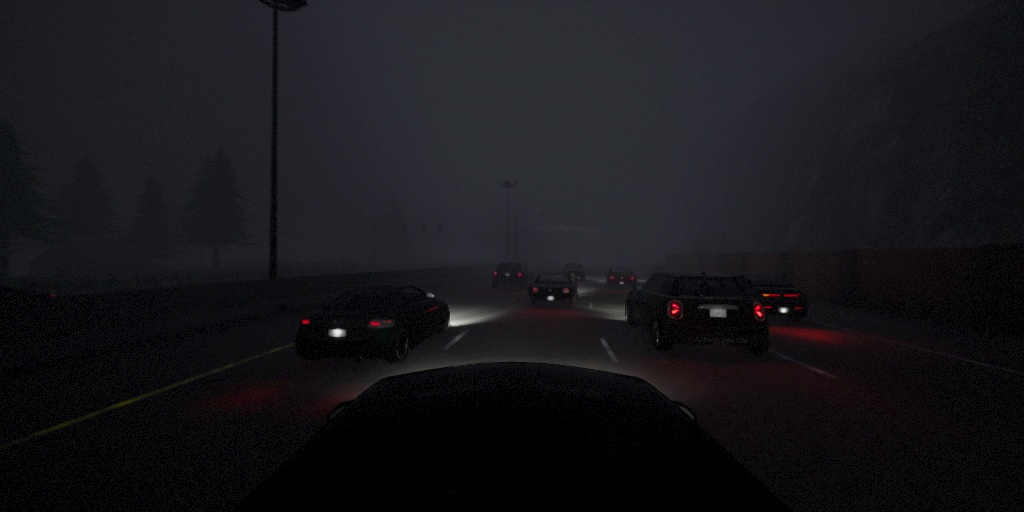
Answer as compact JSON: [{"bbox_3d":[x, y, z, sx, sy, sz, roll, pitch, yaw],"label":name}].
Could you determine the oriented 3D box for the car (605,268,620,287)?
[{"bbox_3d":[7.630,1.478,25.499,1.895,1.301,4.718,0,0,13],"label":"car"}]

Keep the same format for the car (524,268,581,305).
[{"bbox_3d":[2.013,1.411,16.518,1.895,1.301,4.718,0,0,12],"label":"car"}]

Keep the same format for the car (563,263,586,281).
[{"bbox_3d":[5.559,1.362,32.235,1.882,1.535,5.008,0,0,13],"label":"car"}]

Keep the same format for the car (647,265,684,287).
[{"bbox_3d":[11.742,1.437,27.751,1.812,1.442,4.674,0,0,13],"label":"car"}]

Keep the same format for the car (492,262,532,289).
[{"bbox_3d":[0.172,1.175,24.160,2.097,1.767,4.553,0,0,12],"label":"car"}]

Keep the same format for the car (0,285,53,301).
[{"bbox_3d":[-13.579,1.243,8.113,1.994,1.385,4.181,0,0,5],"label":"car"}]

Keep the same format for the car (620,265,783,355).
[{"bbox_3d":[4.320,1.154,9.170,2.097,1.767,4.553,0,0,7],"label":"car"}]

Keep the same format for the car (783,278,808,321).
[{"bbox_3d":[8.488,1.349,13.006,1.837,1.490,4.892,0,0,11],"label":"car"}]

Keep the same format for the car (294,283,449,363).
[{"bbox_3d":[-2.844,1.315,8.231,1.994,1.385,4.181,0,0,6],"label":"car"}]
